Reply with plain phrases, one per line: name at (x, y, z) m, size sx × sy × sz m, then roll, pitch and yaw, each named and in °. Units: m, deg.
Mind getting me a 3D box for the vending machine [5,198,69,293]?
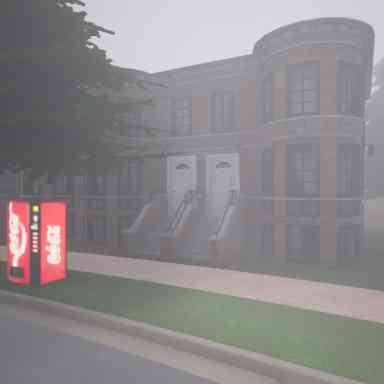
vending machine at (-3.740, 1.195, 8.069) m, size 0.880 × 2.100 × 1.100 m, roll 0°, pitch 0°, yaw 26°
